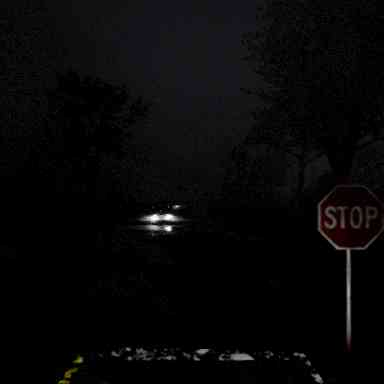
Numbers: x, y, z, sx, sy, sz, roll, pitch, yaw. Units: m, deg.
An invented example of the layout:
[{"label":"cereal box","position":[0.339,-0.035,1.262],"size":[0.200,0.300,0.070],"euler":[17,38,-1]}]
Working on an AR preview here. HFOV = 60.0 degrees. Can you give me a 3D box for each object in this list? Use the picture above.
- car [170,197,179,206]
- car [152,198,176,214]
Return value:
[{"label":"car","position":[-3.082,1.495,54.441],"size":[1.994,1.385,4.181],"euler":[0,0,0]},{"label":"car","position":[-3.053,1.576,34.841],"size":[1.895,1.301,4.718],"euler":[0,0,0]}]
